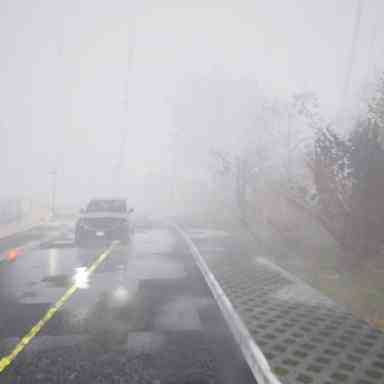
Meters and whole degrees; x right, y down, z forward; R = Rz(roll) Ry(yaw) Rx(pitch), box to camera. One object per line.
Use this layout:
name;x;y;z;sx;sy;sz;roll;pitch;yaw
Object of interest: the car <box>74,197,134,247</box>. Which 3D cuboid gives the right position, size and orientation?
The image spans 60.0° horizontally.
car;-3.918;1.280;15.719;2.150;2.045;5.566;0;0;-7
